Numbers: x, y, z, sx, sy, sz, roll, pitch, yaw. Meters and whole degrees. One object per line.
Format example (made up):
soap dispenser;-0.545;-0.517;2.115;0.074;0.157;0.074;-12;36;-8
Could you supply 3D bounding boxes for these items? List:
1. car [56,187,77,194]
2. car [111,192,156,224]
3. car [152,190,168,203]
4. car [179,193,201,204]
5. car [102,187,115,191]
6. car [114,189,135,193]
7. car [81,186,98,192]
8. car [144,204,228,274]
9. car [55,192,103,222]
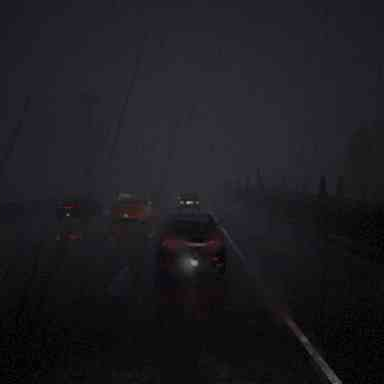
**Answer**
car;-21.647;-0.157;57.438;2.033;1.411;5.357;0;2;0
car;-3.609;1.040;20.492;1.882;1.535;5.008;0;2;-1
car;-3.794;0.453;38.043;2.128;1.511;4.902;0;2;-1
car;-0.205;0.813;29.163;2.033;1.411;5.357;0;2;-1
car;-14.673;-0.241;59.269;1.812;1.442;4.674;0;2;0
car;-7.288;0.483;38.146;1.812;1.442;4.674;0;2;0
car;-18.170;-0.261;59.155;1.837;1.490;4.892;0;2;0
car;-0.019;1.399;10.329;2.128;1.511;4.902;0;2;0
car;-7.121;1.022;21.459;2.128;1.511;4.902;0;2;-1
